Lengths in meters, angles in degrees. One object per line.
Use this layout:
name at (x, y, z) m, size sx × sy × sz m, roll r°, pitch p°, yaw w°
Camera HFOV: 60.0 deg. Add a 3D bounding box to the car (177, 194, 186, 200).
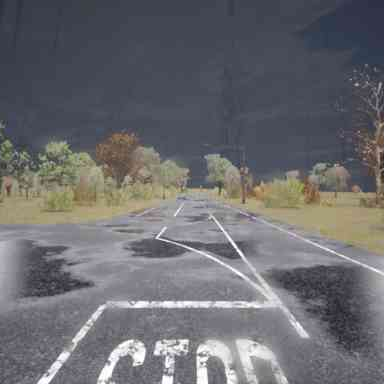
car at (-2.690, 1.354, 85.099) m, size 1.882 × 1.535 × 5.008 m, roll 0°, pitch 0°, yaw 5°
